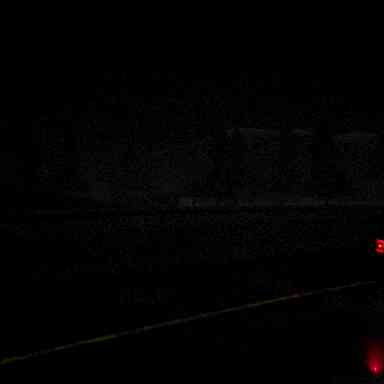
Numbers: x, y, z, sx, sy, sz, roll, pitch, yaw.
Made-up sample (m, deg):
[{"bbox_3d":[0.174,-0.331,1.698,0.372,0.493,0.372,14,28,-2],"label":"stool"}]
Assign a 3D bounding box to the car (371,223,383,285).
[{"bbox_3d":[6.271,1.193,6.980,5.566,2.045,2.150,-1,0,-27],"label":"car"}]
